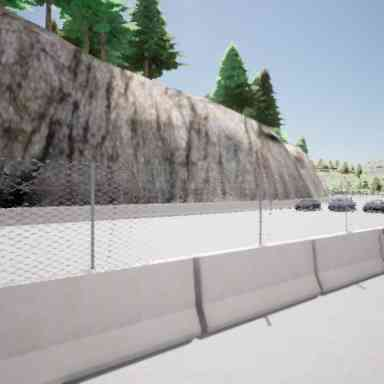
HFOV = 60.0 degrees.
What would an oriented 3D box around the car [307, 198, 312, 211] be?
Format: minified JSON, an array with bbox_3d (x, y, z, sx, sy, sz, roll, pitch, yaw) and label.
[{"bbox_3d":[14.362,1.561,40.833,1.837,1.490,4.892,0,-1,42],"label":"car"}]

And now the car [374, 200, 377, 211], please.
[{"bbox_3d":[20.846,1.607,37.595,1.994,1.385,4.181,0,0,41],"label":"car"}]
